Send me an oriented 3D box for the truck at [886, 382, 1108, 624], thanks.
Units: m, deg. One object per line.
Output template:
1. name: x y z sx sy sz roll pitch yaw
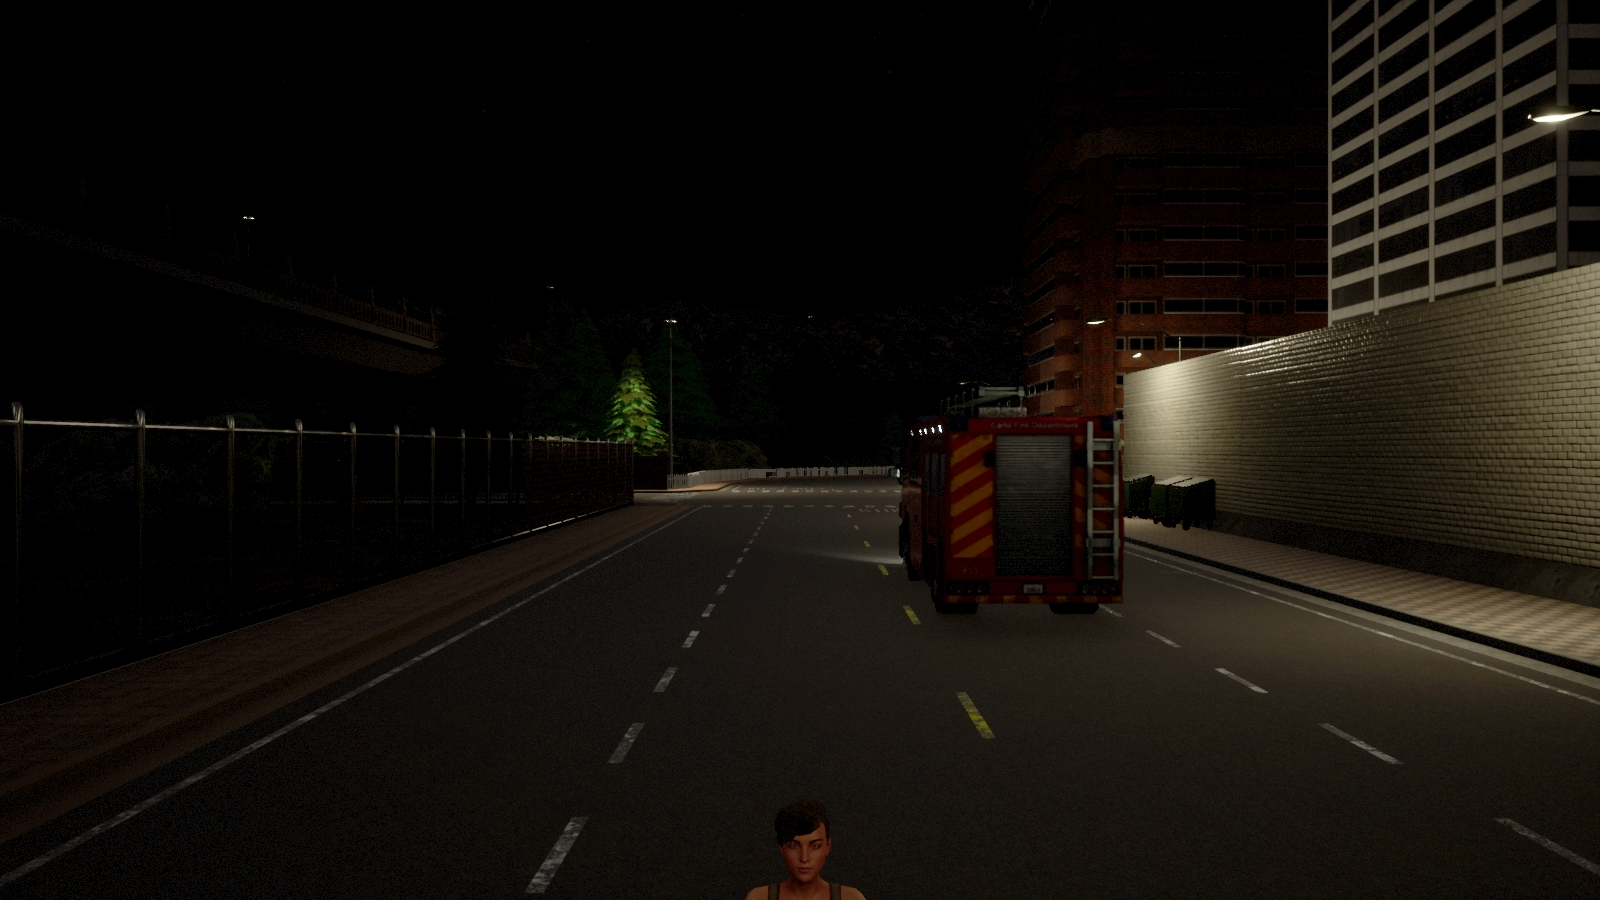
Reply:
1. truck: 3.426 0.835 22.301 2.891 3.827 8.468 0 0 0

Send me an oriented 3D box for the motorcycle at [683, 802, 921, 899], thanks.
1. motorcycle: 0.006 2.099 3.507 0.764 1.307 2.356 0 0 0
